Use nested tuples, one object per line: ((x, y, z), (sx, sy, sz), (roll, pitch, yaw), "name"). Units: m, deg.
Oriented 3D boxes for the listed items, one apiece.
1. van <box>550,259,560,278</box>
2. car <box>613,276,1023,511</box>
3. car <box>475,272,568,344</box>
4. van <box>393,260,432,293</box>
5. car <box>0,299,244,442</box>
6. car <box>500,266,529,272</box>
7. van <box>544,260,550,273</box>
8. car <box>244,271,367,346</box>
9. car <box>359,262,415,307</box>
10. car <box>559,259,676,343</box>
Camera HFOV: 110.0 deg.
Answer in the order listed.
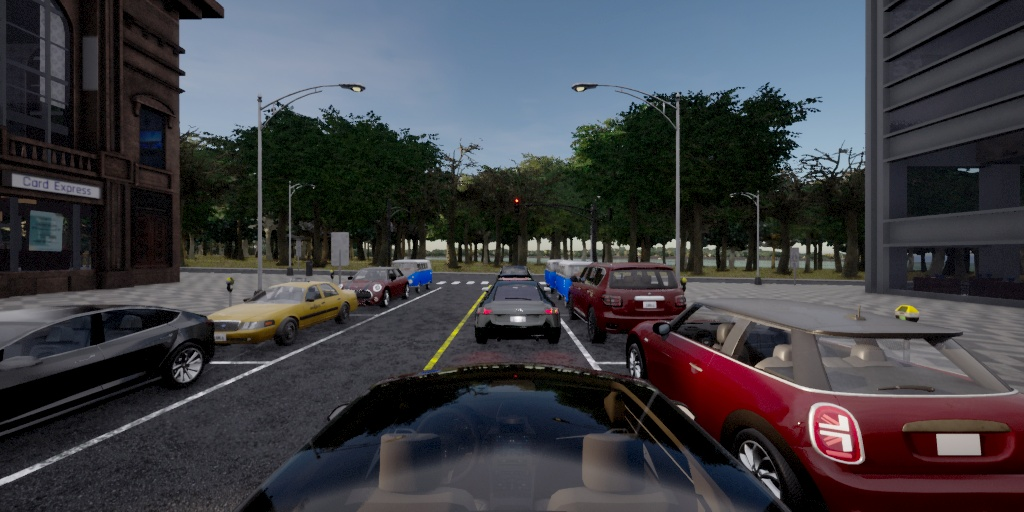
((2.787, 1.092, 15.033), (1.690, 1.789, 3.998), (0, 0, 0), "van")
((2.766, 1.190, 4.157), (1.967, 1.591, 4.097), (0, 0, 0), "car")
((0.119, 1.314, 9.643), (1.994, 1.385, 4.181), (0, 0, 0), "car")
((-5.728, 1.092, 20.486), (1.690, 1.789, 3.998), (0, 0, 0), "van")
((-5.759, 1.316, 4.174), (1.948, 1.339, 4.313), (0, 0, 0), "car")
((0.132, 1.243, 18.525), (2.128, 1.511, 4.902), (0, 0, 0), "car")
((2.797, 1.092, 20.470), (1.690, 1.789, 3.998), (0, 0, 0), "van")
((-5.749, 1.276, 9.441), (1.751, 1.417, 4.829), (0, 0, 0), "car")
((-5.738, 1.191, 15.049), (1.967, 1.591, 4.097), (0, 0, 0), "car")
((2.777, 1.065, 9.595), (2.192, 1.841, 5.009), (0, 0, 0), "car")
